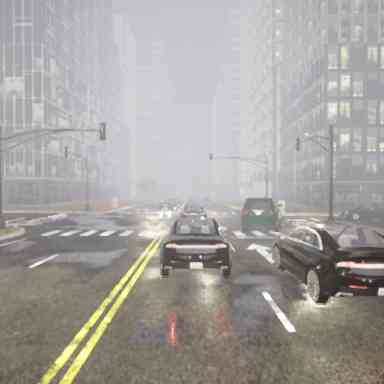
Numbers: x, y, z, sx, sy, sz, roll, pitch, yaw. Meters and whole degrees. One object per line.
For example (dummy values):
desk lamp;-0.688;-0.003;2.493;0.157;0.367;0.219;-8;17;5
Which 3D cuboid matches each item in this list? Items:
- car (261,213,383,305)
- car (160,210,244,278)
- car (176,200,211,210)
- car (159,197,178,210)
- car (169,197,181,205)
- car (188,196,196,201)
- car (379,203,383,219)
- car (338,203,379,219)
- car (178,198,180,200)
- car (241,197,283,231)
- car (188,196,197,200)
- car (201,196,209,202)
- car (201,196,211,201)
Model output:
car;3.352;1.509;8.141;2.128;1.511;4.902;0;0;0
car;0.102;1.514;10.229;2.128;1.511;4.902;0;0;0
car;0.117;1.613;24.125;2.128;1.511;4.902;1;1;0
car;-3.331;1.579;44.232;2.128;1.511;4.902;0;0;0
car;-3.236;1.680;63.469;1.994;1.385;4.181;0;0;0
car;0.020;1.569;84.143;1.895;1.301;4.718;0;0;0
car;16.207;1.584;22.901;5.009;1.841;2.192;1;0;1
car;15.265;1.687;28.734;4.892;1.490;1.837;1;1;2
car;-3.309;1.666;53.442;1.994;1.385;4.181;0;0;0
car;4.554;1.365;21.323;2.150;2.045;5.566;-1;-2;17
car;0.018;1.661;73.695;2.033;1.411;5.357;0;0;0
car;3.270;1.736;84.140;1.895;1.301;4.718;0;0;0
car;3.268;1.683;74.478;1.994;1.385;4.181;0;0;0
